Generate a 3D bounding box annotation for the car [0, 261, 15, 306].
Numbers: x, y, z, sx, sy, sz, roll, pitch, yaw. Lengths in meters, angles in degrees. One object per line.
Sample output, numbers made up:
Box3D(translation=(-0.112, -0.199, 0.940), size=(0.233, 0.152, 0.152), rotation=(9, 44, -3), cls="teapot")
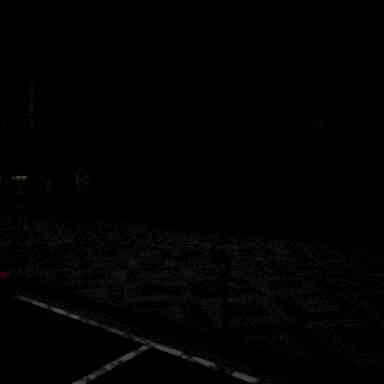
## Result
Box3D(translation=(-5.141, 1.578, 6.630), size=(4.206, 1.307, 1.802), rotation=(0, 0, 35), cls="car")
